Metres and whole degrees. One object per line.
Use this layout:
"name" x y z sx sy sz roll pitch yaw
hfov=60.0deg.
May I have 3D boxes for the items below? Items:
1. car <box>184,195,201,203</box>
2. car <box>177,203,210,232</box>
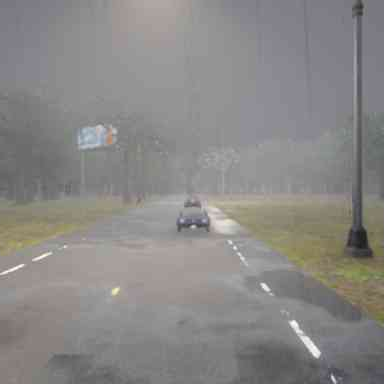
"car" 0.077 1.185 41.993 2.097 1.767 4.553 0 1 0
"car" 0.085 1.610 20.370 1.895 1.301 4.718 0 0 0
